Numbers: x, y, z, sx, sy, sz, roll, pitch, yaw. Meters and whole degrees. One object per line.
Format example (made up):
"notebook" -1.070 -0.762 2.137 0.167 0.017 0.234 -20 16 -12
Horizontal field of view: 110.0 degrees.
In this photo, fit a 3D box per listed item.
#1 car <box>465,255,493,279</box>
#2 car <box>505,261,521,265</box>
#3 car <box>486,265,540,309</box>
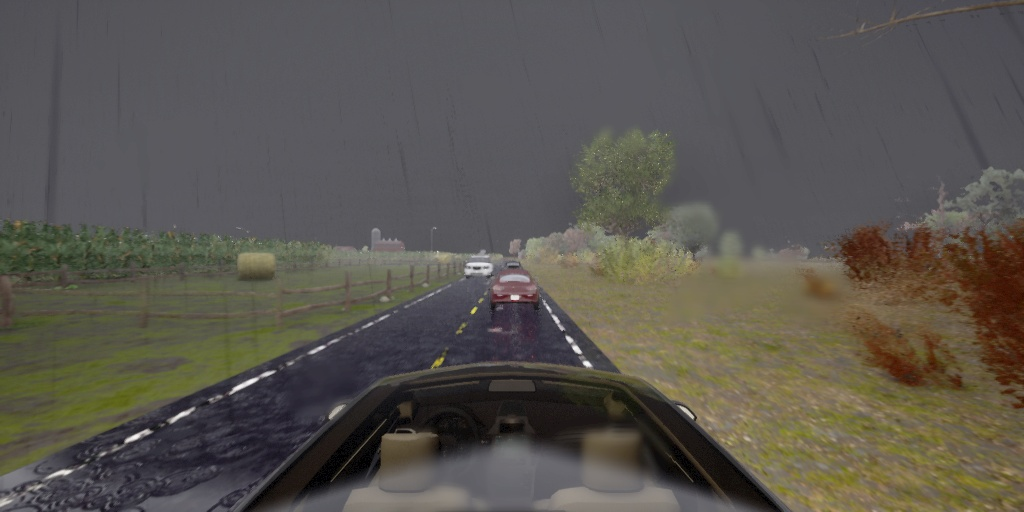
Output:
"car" -2.846 0.945 31.864 2.150 2.045 5.566 0 0 0
"car" 0.102 1.226 32.842 1.837 1.490 4.892 0 0 0
"car" 0.100 1.258 14.625 1.812 1.442 4.674 0 0 0
